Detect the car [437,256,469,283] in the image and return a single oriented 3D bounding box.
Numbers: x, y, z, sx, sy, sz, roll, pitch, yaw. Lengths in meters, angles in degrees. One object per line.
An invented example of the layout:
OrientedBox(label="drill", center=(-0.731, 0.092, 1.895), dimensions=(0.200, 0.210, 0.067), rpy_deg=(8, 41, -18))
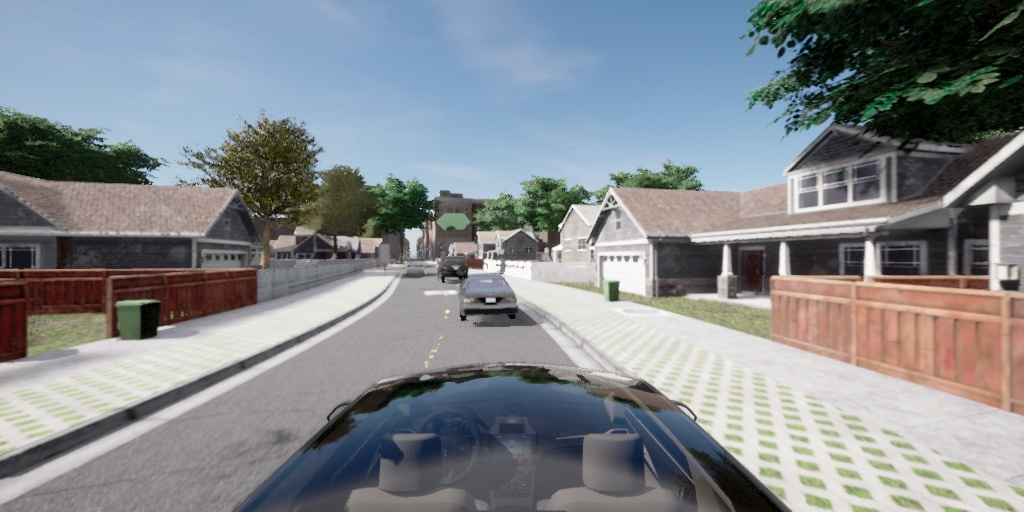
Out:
OrientedBox(label="car", center=(-4.852, 1.043, 29.347), dimensions=(2.150, 2.045, 5.566), rpy_deg=(0, 0, -15))

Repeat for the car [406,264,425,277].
OrientedBox(label="car", center=(-10.239, 1.453, 38.021), dimensions=(1.895, 1.301, 4.718), rpy_deg=(0, 0, -15))

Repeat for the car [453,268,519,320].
OrientedBox(label="car", center=(-0.985, 1.328, 12.882), dimensions=(2.033, 1.411, 5.357), rpy_deg=(0, 0, -8))
